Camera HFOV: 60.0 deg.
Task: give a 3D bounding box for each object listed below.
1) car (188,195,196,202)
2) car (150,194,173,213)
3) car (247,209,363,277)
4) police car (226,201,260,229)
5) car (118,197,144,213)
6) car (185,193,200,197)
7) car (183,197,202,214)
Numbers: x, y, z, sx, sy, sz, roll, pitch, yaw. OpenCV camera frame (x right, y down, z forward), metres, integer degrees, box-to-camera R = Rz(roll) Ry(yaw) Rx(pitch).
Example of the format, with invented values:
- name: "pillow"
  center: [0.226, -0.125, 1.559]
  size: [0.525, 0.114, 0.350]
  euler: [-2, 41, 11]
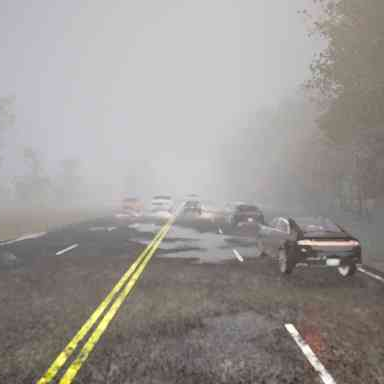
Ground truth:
- name: "car"
  center: [0.024, 1.470, 74.046]
  size: [1.882, 1.535, 5.008]
  euler: [0, 0, 0]
- name: "car"
  center: [-3.289, 1.217, 37.056]
  size: [2.150, 2.045, 5.566]
  euler: [0, 0, 1]
- name: "car"
  center: [3.254, 1.458, 10.090]
  size: [2.128, 1.511, 4.902]
  euler: [1, -1, 0]
- name: "police car"
  center: [3.269, 1.390, 21.201]
  size: [1.930, 1.638, 5.238]
  euler: [1, -1, 0]
- name: "car"
  center: [-6.553, 1.341, 36.094]
  size: [2.097, 1.767, 4.553]
  euler: [0, 0, 0]
- name: "car"
  center: [0.120, 1.209, 54.499]
  size: [2.150, 2.045, 5.566]
  euler: [0, 0, 0]
- name: "car"
  center: [0.037, 1.540, 35.093]
  size: [2.033, 1.411, 5.357]
  euler: [0, 0, 0]
